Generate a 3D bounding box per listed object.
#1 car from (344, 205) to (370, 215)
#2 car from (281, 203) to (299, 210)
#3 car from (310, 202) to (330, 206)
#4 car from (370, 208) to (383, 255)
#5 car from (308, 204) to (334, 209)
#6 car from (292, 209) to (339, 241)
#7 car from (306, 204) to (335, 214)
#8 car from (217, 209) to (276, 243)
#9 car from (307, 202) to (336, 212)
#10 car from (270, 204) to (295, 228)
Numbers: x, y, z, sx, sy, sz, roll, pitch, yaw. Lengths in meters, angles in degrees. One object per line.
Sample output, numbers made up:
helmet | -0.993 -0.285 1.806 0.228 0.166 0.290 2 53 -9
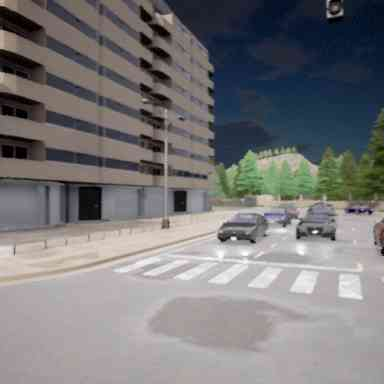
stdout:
car | 21.991 2.335 43.959 1.895 1.301 4.718 0 -1 1
car | 10.395 1.977 36.133 2.097 1.767 4.553 0 -1 12
car | 14.153 2.121 36.985 2.128 1.511 4.902 0 -1 11
car | 8.909 1.576 13.905 2.097 1.767 4.553 -1 -1 25
car | 10.924 2.007 27.139 2.033 1.411 5.357 -1 -1 24
car | 7.104 1.883 18.801 1.994 1.385 4.181 -1 -1 25
car | 18.333 2.413 47.669 1.895 1.301 4.718 0 -1 -5
car | 2.999 1.868 18.251 2.033 1.411 5.357 -1 -1 23
car | 20.988 2.427 54.154 1.837 1.490 4.892 0 -1 -16
car | 6.913 1.992 26.841 1.812 1.442 4.674 -1 -1 24
